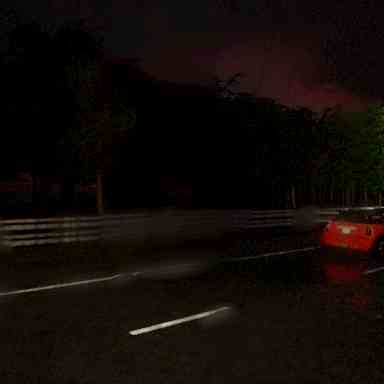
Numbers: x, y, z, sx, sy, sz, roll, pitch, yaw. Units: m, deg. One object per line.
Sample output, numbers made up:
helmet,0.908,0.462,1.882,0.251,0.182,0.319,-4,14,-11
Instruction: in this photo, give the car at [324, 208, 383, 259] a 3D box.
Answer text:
car,7.406,1.481,13.478,4.553,1.767,2.097,1,0,-35
